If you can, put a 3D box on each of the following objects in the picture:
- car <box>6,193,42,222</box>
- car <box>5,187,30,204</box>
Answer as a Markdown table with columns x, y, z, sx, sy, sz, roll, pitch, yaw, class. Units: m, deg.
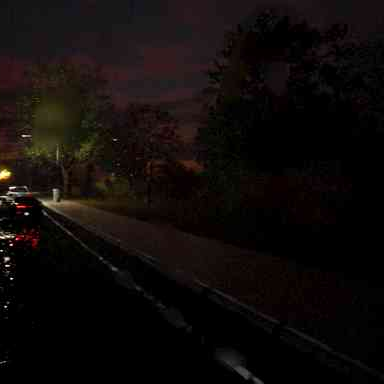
| x | y | z | sx | sy | sz | roll | pitch | yaw | class |
| --- | --- | --- | --- | --- | --- | --- | --- | --- | --- |
| -11.051 | 1.034 | 21.972 | 1.837 | 1.490 | 4.892 | -1 | 1 | -29 | car |
| -19.171 | 0.440 | 36.744 | 2.150 | 2.045 | 5.566 | -1 | 2 | -29 | car |
